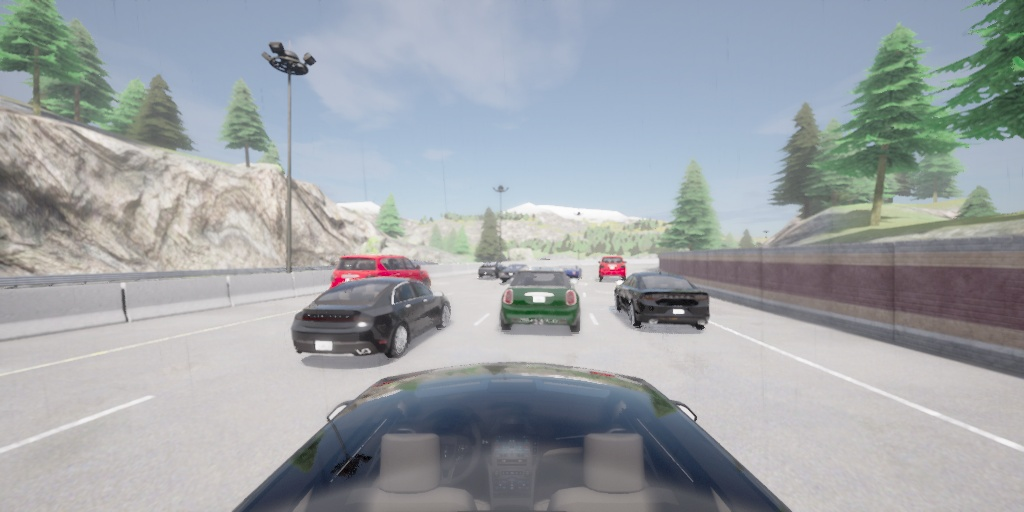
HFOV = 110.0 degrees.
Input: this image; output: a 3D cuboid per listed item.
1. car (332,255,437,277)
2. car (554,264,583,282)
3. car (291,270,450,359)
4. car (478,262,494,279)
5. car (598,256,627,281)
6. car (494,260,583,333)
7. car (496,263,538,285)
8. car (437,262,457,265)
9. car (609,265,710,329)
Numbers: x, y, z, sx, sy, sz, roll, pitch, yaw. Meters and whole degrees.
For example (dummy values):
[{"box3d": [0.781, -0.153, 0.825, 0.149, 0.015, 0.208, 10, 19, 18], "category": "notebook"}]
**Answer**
[{"box3d": [-5.460, 0.981, 15.650, 2.150, 2.045, 5.566, 0, 0, 9], "category": "car"}, {"box3d": [4.906, 1.389, 30.452, 1.895, 1.301, 4.718, 0, 0, 15], "category": "car"}, {"box3d": [-2.907, 1.260, 8.492, 1.837, 1.490, 4.892, 0, 0, 7], "category": "car"}, {"box3d": [-1.582, 1.274, 33.122, 2.128, 1.511, 4.902, 0, 0, 16], "category": "car"}, {"box3d": [8.591, 1.014, 30.612, 2.150, 2.045, 5.566, 0, 0, 16], "category": "car"}, {"box3d": [0.956, 1.113, 11.093, 2.097, 1.767, 4.553, 0, 0, 7], "category": "car"}, {"box3d": [0.541, 1.327, 27.691, 2.033, 1.411, 5.357, 0, 0, 14], "category": "car"}, {"box3d": [-8.392, 1.390, 46.667, 1.895, 1.301, 4.718, 0, 0, 20], "category": "car"}, {"box3d": [4.541, 1.244, 11.520, 1.882, 1.535, 5.008, 0, 0, 8], "category": "car"}]
